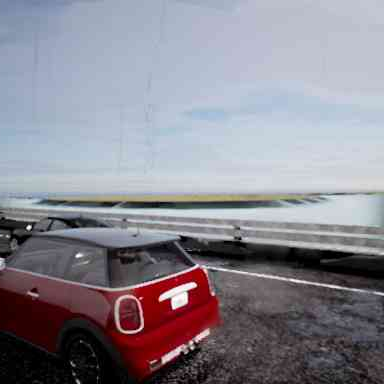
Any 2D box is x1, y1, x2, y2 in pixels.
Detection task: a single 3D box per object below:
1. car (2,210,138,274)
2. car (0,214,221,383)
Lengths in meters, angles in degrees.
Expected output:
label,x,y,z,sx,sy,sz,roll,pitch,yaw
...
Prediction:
label,x,y,z,sx,sy,sz,roll,pitch,yaw
car,-4.327,1.507,11.409,5.008,1.535,1.882,0,0,36
car,-1.879,1.365,5.345,4.553,1.767,2.097,0,0,36
